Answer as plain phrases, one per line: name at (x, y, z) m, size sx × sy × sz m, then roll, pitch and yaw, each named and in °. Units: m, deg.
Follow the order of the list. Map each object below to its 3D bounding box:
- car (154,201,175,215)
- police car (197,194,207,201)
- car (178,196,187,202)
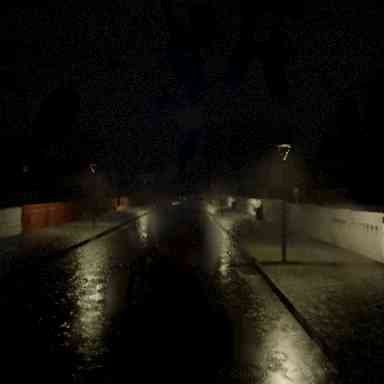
car at (-2.841, 1.624, 34.610) m, size 1.895 × 1.301 × 4.718 m, roll 0°, pitch 0°, yaw 0°
police car at (2.249, 1.532, 87.494) m, size 1.930 × 1.638 × 5.238 m, roll 0°, pitch 0°, yaw 4°
car at (-2.084, 1.566, 75.578) m, size 1.812 × 1.442 × 4.674 m, roll 0°, pitch 0°, yaw 2°
